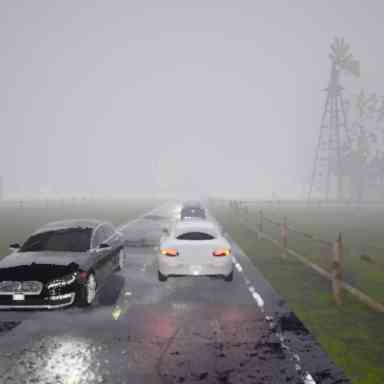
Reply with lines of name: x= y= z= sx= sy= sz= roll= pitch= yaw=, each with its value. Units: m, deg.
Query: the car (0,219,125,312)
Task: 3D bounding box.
car: x=-2.854 y=1.467 z=7.897 sx=1.837 sy=1.490 sz=4.892 roll=0 pitch=0 yaw=0

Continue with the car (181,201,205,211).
car: x=0.074 y=1.431 z=27.821 sx=1.994 sy=1.385 sz=4.181 roll=0 pitch=0 yaw=0

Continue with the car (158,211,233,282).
car: x=0.087 y=1.481 z=9.515 sx=1.812 sy=1.442 sz=4.674 roll=0 pitch=0 yaw=0
